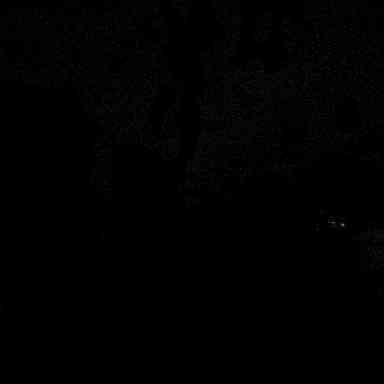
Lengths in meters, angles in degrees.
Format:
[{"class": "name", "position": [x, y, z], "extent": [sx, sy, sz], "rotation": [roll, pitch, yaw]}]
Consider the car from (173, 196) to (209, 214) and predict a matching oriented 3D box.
[{"class": "car", "position": [-0.512, 1.436, 31.503], "extent": [2.150, 2.045, 5.566], "rotation": [0, 0, -35]}]

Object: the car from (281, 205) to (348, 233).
[{"class": "car", "position": [7.088, 1.613, 20.576], "extent": [1.837, 1.490, 4.892], "rotation": [0, 0, -33]}]

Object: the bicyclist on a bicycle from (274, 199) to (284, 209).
[{"class": "bicyclist on a bicycle", "position": [7.857, 1.468, 29.785], "extent": [1.656, 1.620, 0.582], "rotation": [0, 0, -35]}]
